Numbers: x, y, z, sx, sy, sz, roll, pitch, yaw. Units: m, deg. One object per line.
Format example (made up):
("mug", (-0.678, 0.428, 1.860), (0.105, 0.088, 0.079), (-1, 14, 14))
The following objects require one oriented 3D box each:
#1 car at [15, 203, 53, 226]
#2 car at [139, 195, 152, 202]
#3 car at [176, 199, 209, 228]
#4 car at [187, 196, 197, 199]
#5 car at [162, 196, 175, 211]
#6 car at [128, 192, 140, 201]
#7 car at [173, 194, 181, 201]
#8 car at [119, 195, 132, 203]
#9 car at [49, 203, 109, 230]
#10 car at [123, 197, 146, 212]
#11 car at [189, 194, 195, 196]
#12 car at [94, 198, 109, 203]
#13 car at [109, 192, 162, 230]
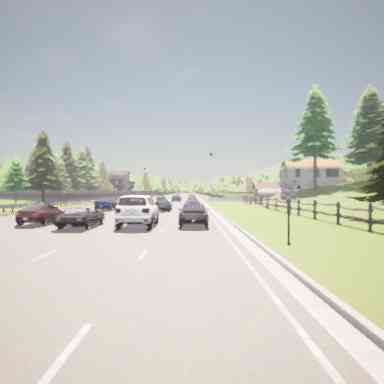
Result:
("car", (-10.410, 1.514, 23.042), (1.812, 1.442, 4.674), (0, 0, 0))
("car", (-10.485, 1.487, 75.415), (2.128, 1.511, 4.902), (0, 0, 0))
("car", (0.104, 1.480, 21.955), (2.128, 1.511, 4.902), (0, 0, 0))
("car", (0.094, 1.505, 39.873), (1.812, 1.442, 4.674), (0, 0, 0))
("car", (-3.393, 1.544, 39.394), (1.994, 1.385, 4.181), (0, 0, 0))
("car", (-13.984, 1.017, 80.449), (2.150, 2.045, 5.566), (0, 0, 0))
("car", (-3.486, 1.317, 74.967), (2.097, 1.767, 4.553), (0, 0, 0))
("car", (-13.986, 1.481, 70.416), (1.812, 1.442, 4.674), (0, 0, 0))
("car", (-6.895, 1.590, 20.883), (1.895, 1.301, 4.718), (0, 0, 0))
("car", (-6.892, 1.457, 40.360), (1.882, 1.535, 5.008), (0, 0, 0))
("car", (0.015, 1.317, 75.383), (2.097, 1.767, 4.553), (0, 0, 0))
("car", (-10.392, 1.457, 40.362), (1.882, 1.535, 5.008), (0, 0, 0))
("car", (-3.394, 1.211, 21.269), (2.150, 2.045, 5.566), (0, 0, 0))
